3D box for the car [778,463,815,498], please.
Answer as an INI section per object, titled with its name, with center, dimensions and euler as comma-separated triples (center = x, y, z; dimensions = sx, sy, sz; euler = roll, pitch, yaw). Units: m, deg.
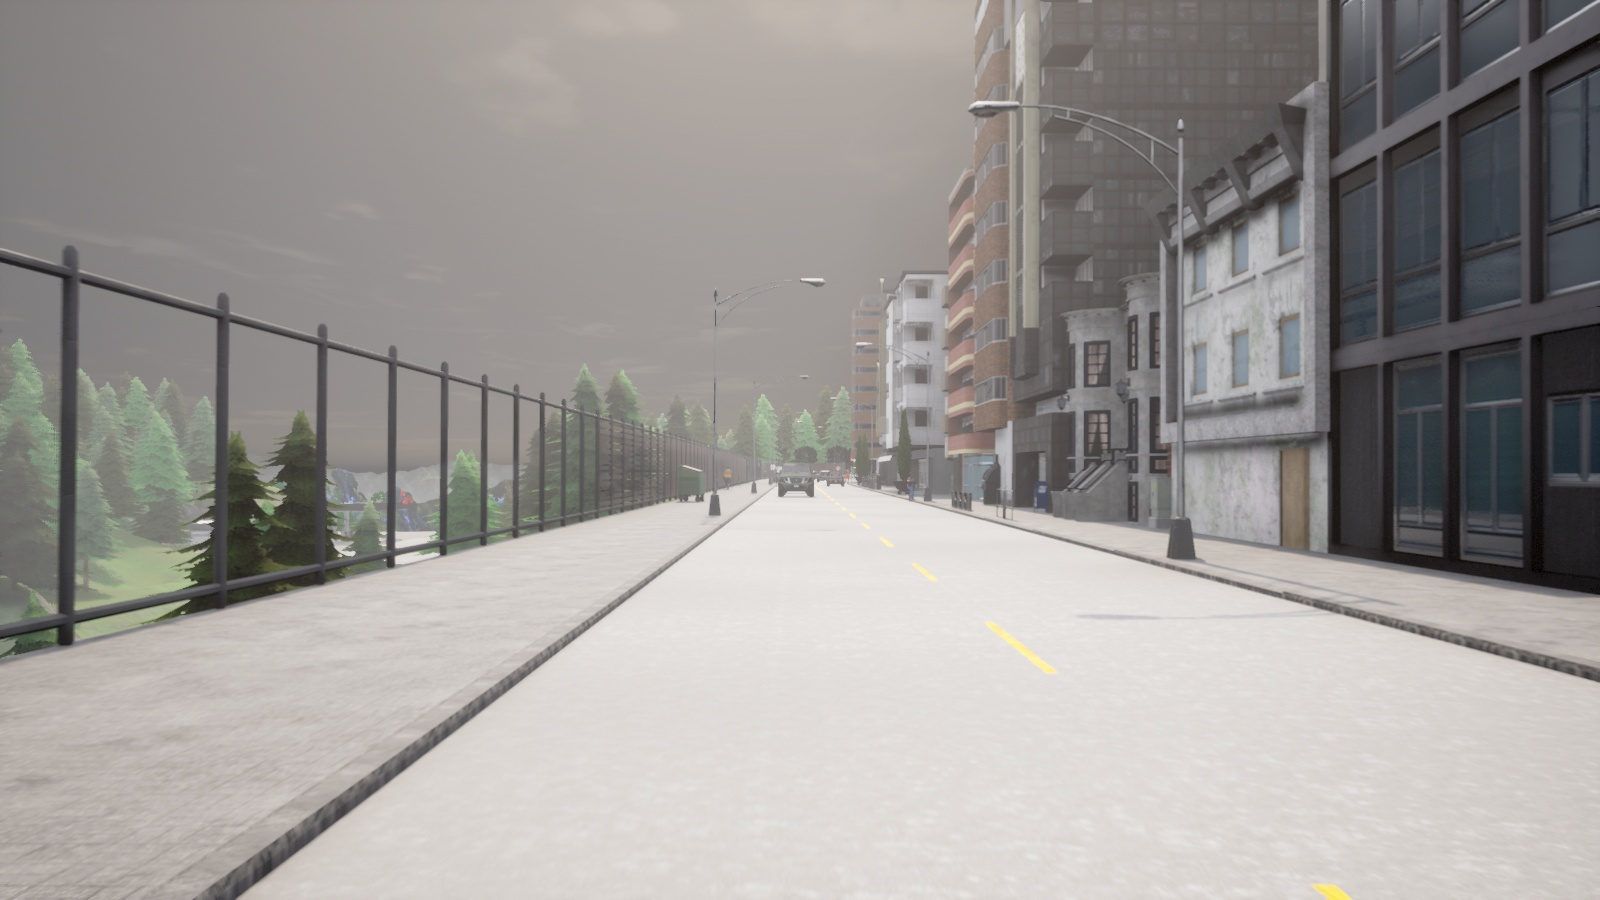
[car]
center = -0.216, 1.817, 76.612
dimensions = 2.150, 2.045, 5.566
euler = 0, -1, 0
